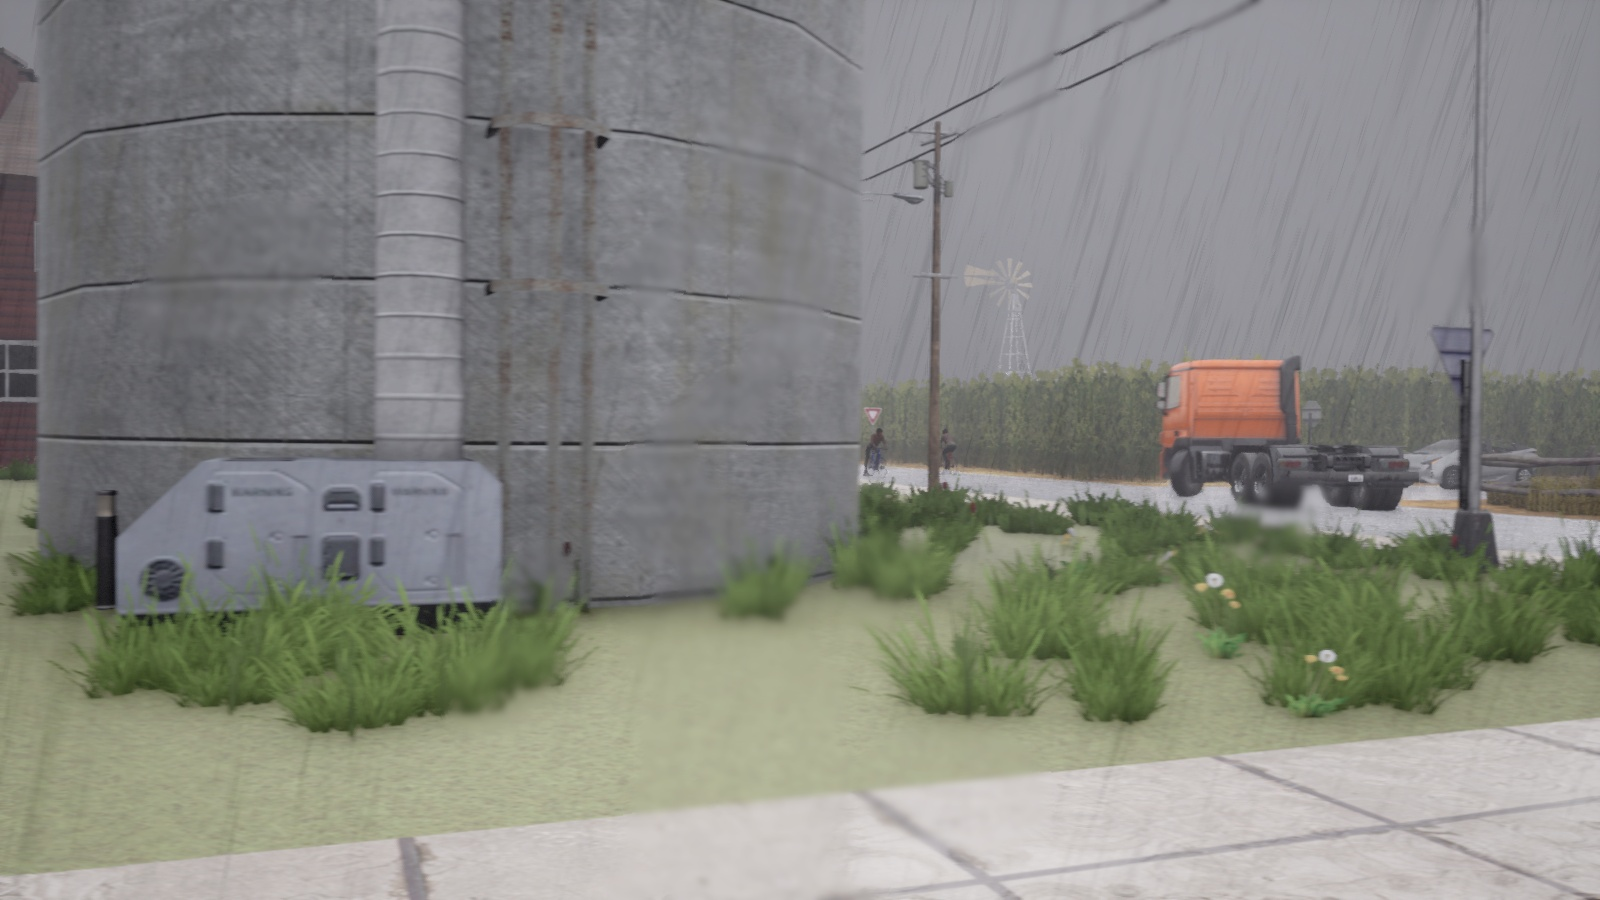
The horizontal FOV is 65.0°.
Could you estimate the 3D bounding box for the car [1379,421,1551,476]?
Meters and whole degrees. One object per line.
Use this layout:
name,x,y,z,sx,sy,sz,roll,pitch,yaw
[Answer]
car,19.855,-0.080,37.502,4.514,1.525,2.007,-1,1,-20

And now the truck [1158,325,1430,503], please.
truck,10.878,-0.770,28.724,2.891,3.462,7.936,-1,1,-1

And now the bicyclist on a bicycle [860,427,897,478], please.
bicyclist on a bicycle,2.535,0.063,40.606,0.582,1.620,1.656,-1,1,-20
